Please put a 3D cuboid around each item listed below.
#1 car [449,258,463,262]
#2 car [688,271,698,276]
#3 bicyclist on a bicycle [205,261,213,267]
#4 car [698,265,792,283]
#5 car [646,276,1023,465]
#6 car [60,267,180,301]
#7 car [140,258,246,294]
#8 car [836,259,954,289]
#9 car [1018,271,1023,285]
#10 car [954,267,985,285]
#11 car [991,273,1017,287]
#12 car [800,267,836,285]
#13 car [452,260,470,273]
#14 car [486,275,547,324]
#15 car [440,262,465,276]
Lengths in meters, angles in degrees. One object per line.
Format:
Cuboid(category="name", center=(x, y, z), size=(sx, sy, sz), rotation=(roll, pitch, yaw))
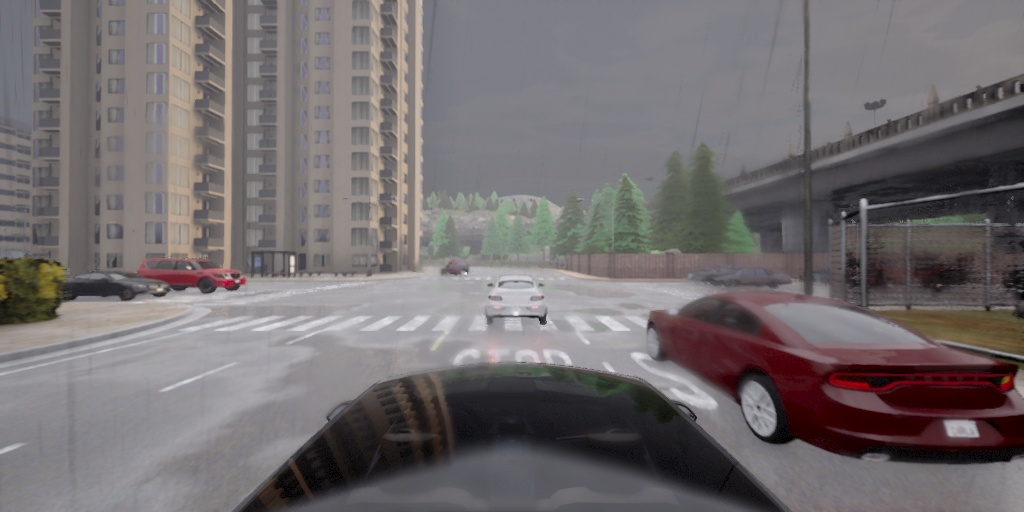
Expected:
Cuboid(category="car", center=(-9.522, 1.398, 62.547), size=(2.150, 2.045, 5.566), rotation=(0, 0, -25))
Cuboid(category="car", center=(16.656, 1.491, 28.614), size=(4.902, 1.511, 2.128), rotation=(0, 0, 0))
Cuboid(category="bicyclist on a bicycle", center=(-28.459, 1.323, 33.597), size=(0.582, 1.620, 1.656), rotation=(0, 0, 0))
Cuboid(category="car", center=(16.427, 1.522, 25.115), size=(5.357, 1.411, 2.033), rotation=(0, 0, 0))
Cuboid(category="car", center=(3.635, 1.254, 5.355), size=(1.882, 1.535, 5.008), rotation=(0, 0, 1))
Cuboid(category="car", center=(-20.065, 1.441, 18.084), size=(4.674, 1.442, 1.812), rotation=(0, 0, 0))
Cuboid(category="car", center=(-19.262, 1.162, 21.574), size=(5.566, 2.045, 2.150), rotation=(0, 0, 0))
Cuboid(category="car", center=(26.598, 1.199, 25.071), size=(5.566, 2.045, 2.150), rotation=(0, 0, 0))
Cuboid(category="car", center=(29.204, 1.405, 17.872), size=(5.008, 1.535, 1.882), rotation=(0, 0, 0))
Cuboid(category="car", center=(35.529, 1.568, 28.514), size=(4.181, 1.385, 1.994), rotation=(0, 0, 0))
Cuboid(category="car", center=(37.425, 1.527, 25.009), size=(5.357, 1.411, 2.033), rotation=(0, 0, 0))
Cuboid(category="car", center=(25.530, 1.566, 28.569), size=(4.181, 1.385, 1.994), rotation=(0, 0, 1))
Cuboid(category="car", center=(-7.139, 1.651, 52.166), size=(2.033, 1.411, 5.357), rotation=(0, 0, -3))
Cuboid(category="car", center=(0.127, 1.361, 12.214), size=(1.812, 1.442, 4.674), rotation=(0, -1, 0))
Cuboid(category="car", center=(-6.989, 1.630, 41.543), size=(1.895, 1.301, 4.718), rotation=(0, 0, 0))
